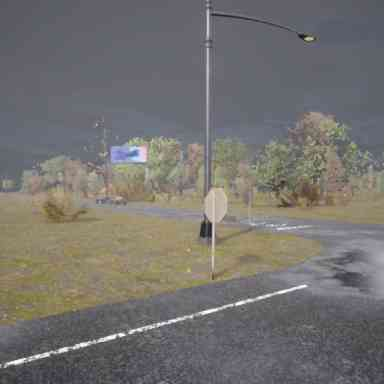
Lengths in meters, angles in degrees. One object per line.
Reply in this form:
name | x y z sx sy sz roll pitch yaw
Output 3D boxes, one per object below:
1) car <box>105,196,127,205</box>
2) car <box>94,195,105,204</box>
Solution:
car | -12.292 1.428 54.895 1.812 1.442 4.674 0 0 -33
car | -16.355 1.394 60.895 1.837 1.490 4.892 0 0 -34
